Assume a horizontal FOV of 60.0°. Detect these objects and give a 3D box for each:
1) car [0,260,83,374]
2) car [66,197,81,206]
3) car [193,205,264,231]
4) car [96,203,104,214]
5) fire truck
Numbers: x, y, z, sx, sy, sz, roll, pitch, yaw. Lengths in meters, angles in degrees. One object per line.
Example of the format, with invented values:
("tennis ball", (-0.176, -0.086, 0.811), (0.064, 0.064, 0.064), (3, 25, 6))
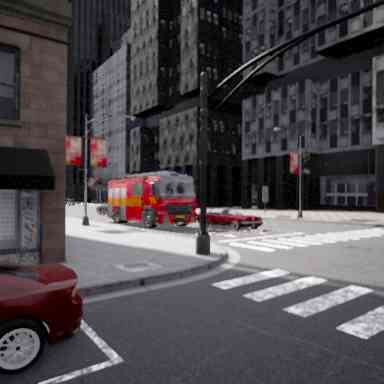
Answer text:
("car", (-3.673, 1.548, 4.012), (4.507, 1.381, 1.887), (0, 1, -36))
("car", (-18.413, 1.600, 50.670), (1.837, 1.490, 4.892), (1, -1, -36))
("car", (2.372, 1.737, 21.715), (1.895, 1.301, 4.718), (1, -1, -36))
("car", (-9.273, 1.941, 37.841), (1.895, 1.301, 4.718), (1, -1, -36))
("fire truck", (-3.189, 0.518, 24.021), (2.891, 3.827, 8.468), (1, -1, -36))
